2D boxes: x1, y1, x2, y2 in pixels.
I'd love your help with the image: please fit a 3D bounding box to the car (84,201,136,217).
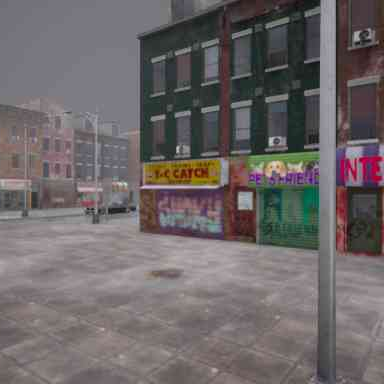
[{"bbox_3d":[-7.368,1.481,30.085,1.895,1.301,4.718,0,0,36],"label":"car"}]
